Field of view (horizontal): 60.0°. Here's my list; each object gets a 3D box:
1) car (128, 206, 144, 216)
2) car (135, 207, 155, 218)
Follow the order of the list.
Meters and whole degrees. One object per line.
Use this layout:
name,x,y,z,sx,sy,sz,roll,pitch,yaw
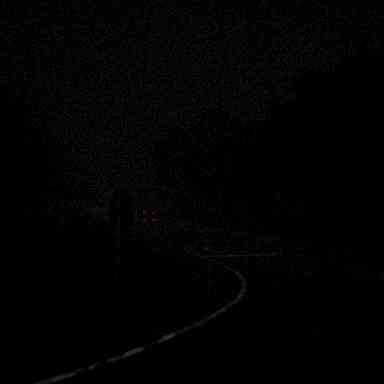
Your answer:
car,-9.710,3.299,57.326,1.882,1.535,5.008,3,-3,-19
car,-6.744,3.068,49.044,1.812,1.442,4.674,3,-3,-19
